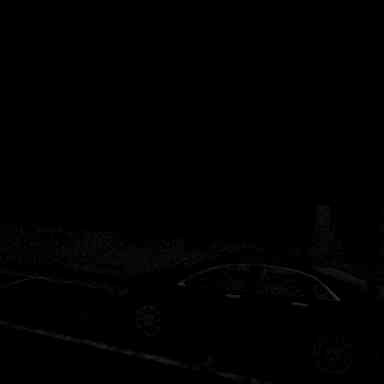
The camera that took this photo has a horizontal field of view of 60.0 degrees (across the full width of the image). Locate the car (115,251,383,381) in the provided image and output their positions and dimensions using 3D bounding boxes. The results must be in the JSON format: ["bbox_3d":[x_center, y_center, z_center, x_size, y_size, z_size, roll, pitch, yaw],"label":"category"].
[{"bbox_3d":[0.872,1.641,5.311,4.403,1.369,2.008,2,-1,21],"label":"car"}]
